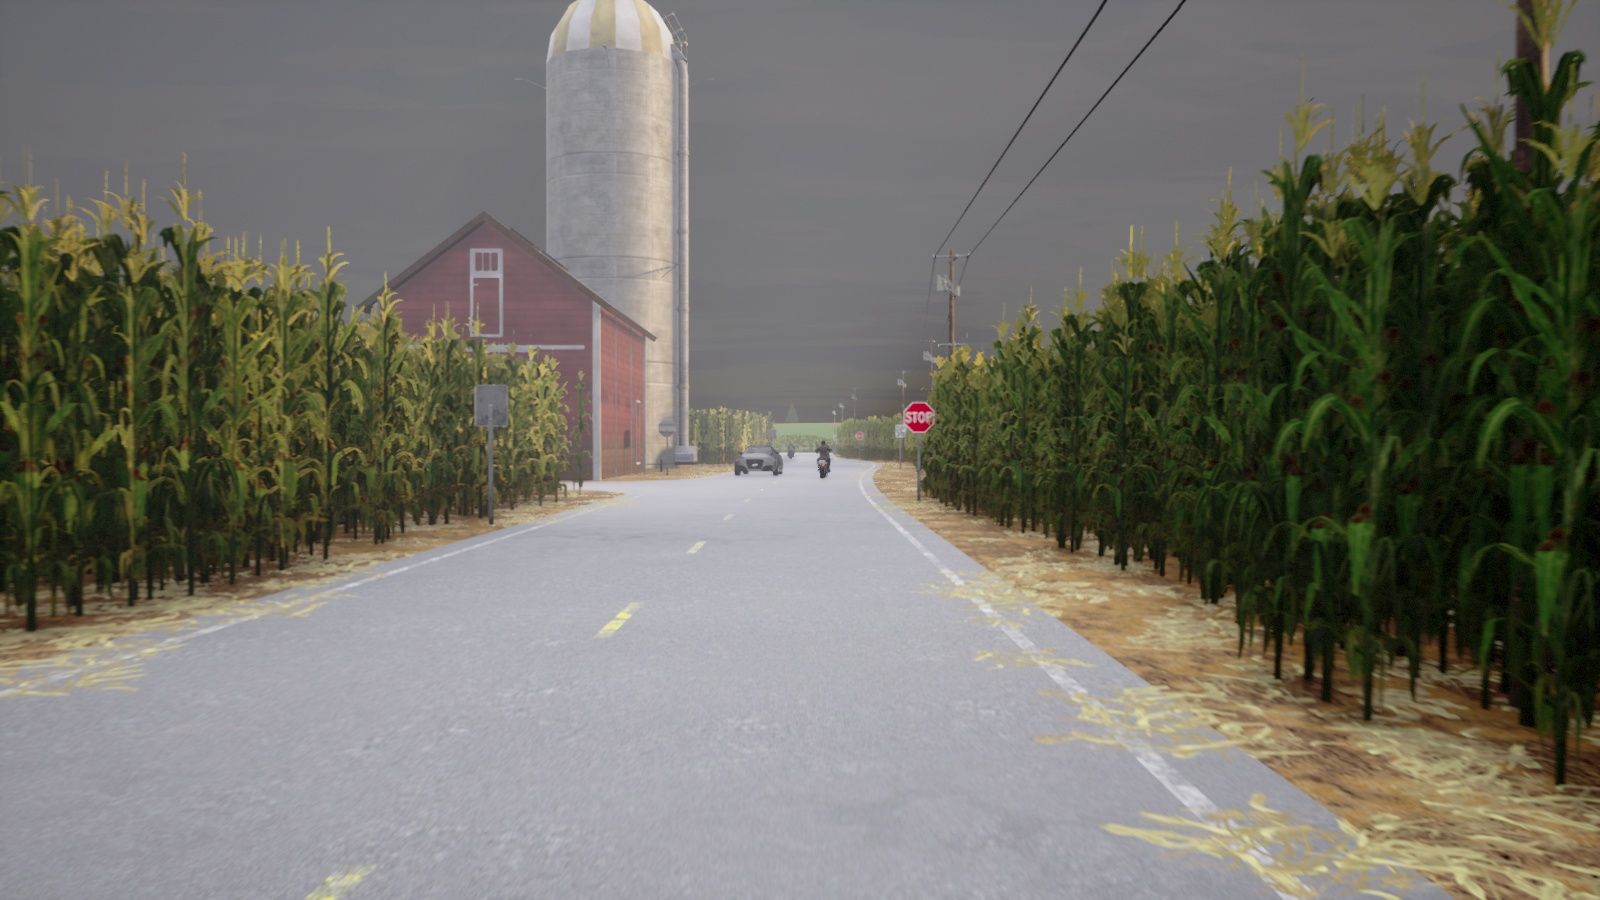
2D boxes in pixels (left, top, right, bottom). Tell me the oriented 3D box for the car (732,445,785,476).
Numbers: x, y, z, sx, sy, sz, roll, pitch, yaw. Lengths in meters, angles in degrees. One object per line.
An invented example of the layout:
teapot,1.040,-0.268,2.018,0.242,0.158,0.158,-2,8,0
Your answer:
car,-1.890,0.479,58.507,1.994,1.385,4.181,0,0,4

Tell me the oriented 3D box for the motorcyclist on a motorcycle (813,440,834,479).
motorcyclist on a motorcycle,1.028,0.395,53.770,0.766,1.649,2.350,0,0,4
